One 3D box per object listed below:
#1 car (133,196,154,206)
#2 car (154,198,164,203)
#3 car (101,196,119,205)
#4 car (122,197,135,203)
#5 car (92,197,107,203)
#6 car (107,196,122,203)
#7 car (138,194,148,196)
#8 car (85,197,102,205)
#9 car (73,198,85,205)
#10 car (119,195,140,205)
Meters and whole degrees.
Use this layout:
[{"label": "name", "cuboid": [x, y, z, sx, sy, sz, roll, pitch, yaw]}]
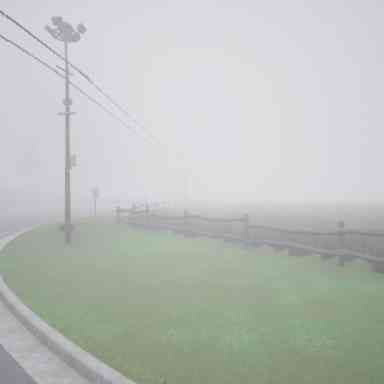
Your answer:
[{"label": "car", "cuboid": [-9.076, 1.865, 62.971, 1.994, 1.385, 4.181, 0, 0, 6]}, {"label": "car", "cuboid": [-7.691, 1.949, 77.203, 1.895, 1.301, 4.718, 0, 0, 6]}, {"label": "car", "cuboid": [-15.785, 1.896, 67.076, 2.033, 1.411, 5.357, 0, 0, 6]}, {"label": "car", "cuboid": [-14.705, 1.771, 77.440, 1.994, 1.385, 4.181, 0, 0, 6]}, {"label": "car", "cuboid": [-21.664, 1.849, 78.196, 1.895, 1.301, 4.718, 0, 0, 6]}, {"label": "car", "cuboid": [-18.186, 1.714, 77.804, 1.882, 1.535, 5.008, 0, 0, 6]}, {"label": "car", "cuboid": [-11.222, 1.427, 77.108, 2.150, 2.045, 5.566, 0, 0, 6]}, {"label": "car", "cuboid": [-19.267, 1.825, 67.440, 1.882, 1.535, 5.008, 0, 0, 6]}, {"label": "car", "cuboid": [-22.690, 1.893, 68.355, 1.812, 1.442, 4.674, 0, 0, 6]}, {"label": "car", "cuboid": [-12.304, 1.879, 66.713, 2.033, 1.411, 5.357, 0, 0, 6]}]
